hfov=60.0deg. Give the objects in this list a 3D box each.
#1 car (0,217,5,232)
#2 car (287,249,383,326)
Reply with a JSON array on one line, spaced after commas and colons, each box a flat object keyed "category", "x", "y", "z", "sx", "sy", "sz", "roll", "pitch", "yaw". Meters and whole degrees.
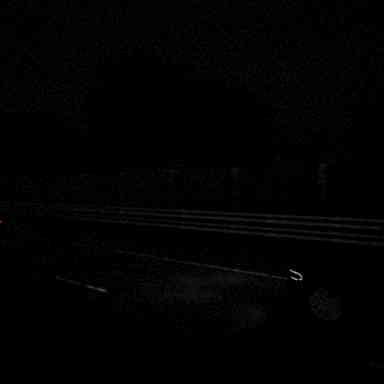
[{"category": "car", "x": -11.348, "y": 1.444, "z": 16.521, "sx": 5.357, "sy": 1.411, "sz": 2.033, "roll": 0, "pitch": 0, "yaw": 36}, {"category": "car", "x": 4.083, "y": 1.487, "z": 5.368, "sx": 5.008, "sy": 1.535, "sz": 1.882, "roll": 1, "pitch": 0, "yaw": 36}]
